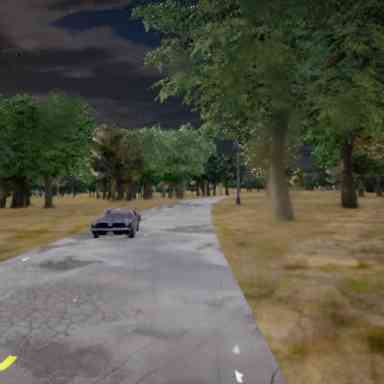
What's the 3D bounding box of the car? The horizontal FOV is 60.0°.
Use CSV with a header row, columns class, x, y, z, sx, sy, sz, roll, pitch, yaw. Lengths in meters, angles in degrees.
class,x,y,z,sx,sy,sz,roll,pitch,yaw
car,-3.701,1.483,16.709,1.895,1.301,4.718,0,0,-3
